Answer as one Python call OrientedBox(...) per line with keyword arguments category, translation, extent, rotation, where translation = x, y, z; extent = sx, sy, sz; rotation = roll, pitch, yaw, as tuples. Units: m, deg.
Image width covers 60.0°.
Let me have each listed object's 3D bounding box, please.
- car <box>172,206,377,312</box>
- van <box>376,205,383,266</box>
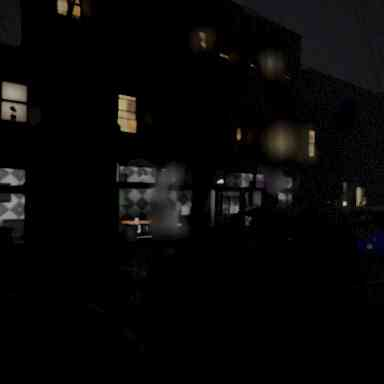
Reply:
OrientedBox(category="car", translation=(1.985, 1.320, 7.952), extent=(5.009, 1.841, 2.192), rotation=(0, 1, -35))
OrientedBox(category="van", translation=(6.387, 1.349, 11.092), extent=(3.998, 1.788, 1.690), rotation=(0, 1, -35))
